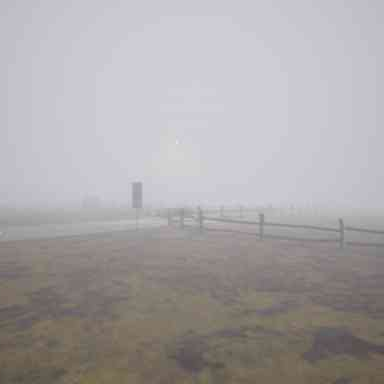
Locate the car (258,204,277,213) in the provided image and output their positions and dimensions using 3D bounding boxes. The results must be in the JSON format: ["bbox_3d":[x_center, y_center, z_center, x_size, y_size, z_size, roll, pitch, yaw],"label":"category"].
[{"bbox_3d":[11.233,2.486,50.147,1.994,1.385,4.181,0,-1,36],"label":"car"}]

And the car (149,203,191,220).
[{"bbox_3d":[-2.045,1.841,31.777,2.128,1.511,4.902,0,-1,36],"label":"car"}]
